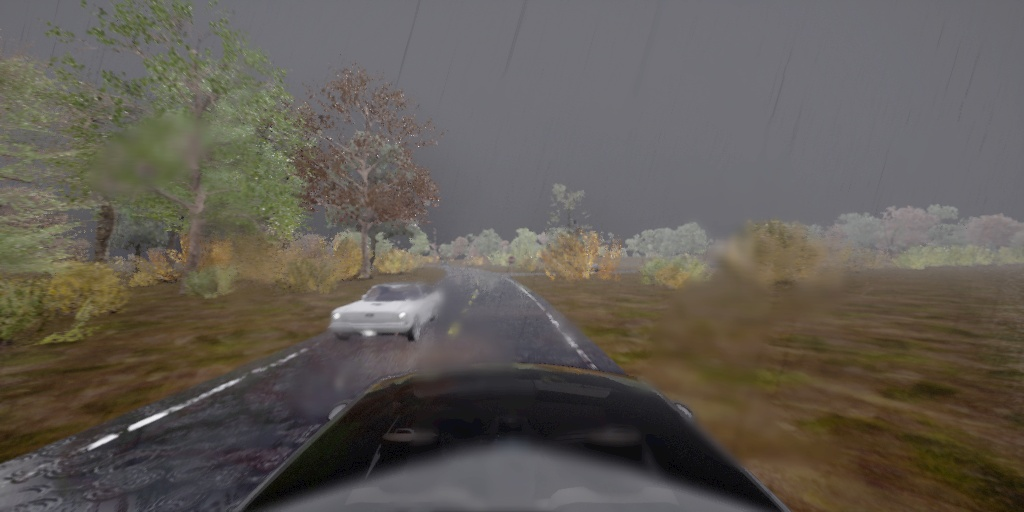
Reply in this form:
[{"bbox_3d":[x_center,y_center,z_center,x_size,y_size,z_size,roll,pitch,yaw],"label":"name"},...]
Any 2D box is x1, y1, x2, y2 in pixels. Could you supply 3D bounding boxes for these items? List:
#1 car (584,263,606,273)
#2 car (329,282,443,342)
[{"bbox_3d":[11.075,1.655,50.338,4.674,1.442,1.812,0,0,-27],"label":"car"},{"bbox_3d":[-3.253,1.440,10.231,1.895,1.301,4.718,0,-1,-2],"label":"car"}]
